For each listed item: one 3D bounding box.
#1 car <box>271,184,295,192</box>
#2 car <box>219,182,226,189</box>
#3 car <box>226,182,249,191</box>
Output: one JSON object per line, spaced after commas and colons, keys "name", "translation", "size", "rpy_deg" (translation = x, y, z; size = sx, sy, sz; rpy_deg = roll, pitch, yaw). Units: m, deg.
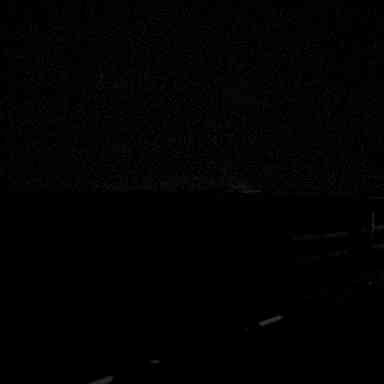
{"name": "car", "translation": [17.366, -0.794, 63.510], "size": [2.128, 1.511, 4.902], "rpy_deg": [-4, 4, -35]}
{"name": "car", "translation": [8.174, -1.511, 76.357], "size": [2.097, 1.767, 4.553], "rpy_deg": [-4, 4, -35]}
{"name": "car", "translation": [9.794, -1.064, 69.374], "size": [1.812, 1.442, 4.674], "rpy_deg": [-4, 4, -35]}
